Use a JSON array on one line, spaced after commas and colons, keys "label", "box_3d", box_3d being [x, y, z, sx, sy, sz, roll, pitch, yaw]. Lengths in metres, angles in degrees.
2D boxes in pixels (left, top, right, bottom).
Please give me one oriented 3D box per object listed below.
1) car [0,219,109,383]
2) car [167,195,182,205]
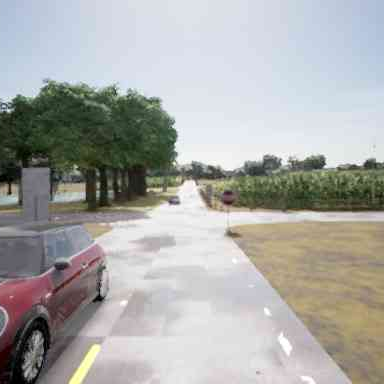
[{"label": "car", "box_3d": [-2.831, 1.342, 5.201, 2.097, 1.767, 4.553, 0, 0, 0]}, {"label": "car", "box_3d": [-2.730, 1.238, 52.268, 1.837, 1.490, 4.892, 0, 3, 0]}]
